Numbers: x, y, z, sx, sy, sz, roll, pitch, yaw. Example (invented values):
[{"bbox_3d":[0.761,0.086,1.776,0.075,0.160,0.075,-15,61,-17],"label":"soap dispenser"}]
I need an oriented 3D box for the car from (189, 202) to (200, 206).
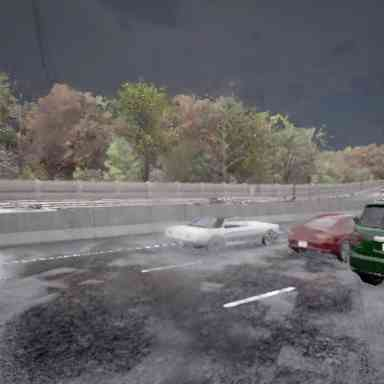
[{"bbox_3d":[1.634,1.427,30.953,4.892,1.490,1.837,0,0,-35],"label":"car"}]

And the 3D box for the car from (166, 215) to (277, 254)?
[{"bbox_3d":[1.409,1.562,13.355,4.718,1.301,1.895,0,0,-36],"label":"car"}]

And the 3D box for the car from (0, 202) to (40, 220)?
[{"bbox_3d":[-15.282,1.582,27.490,4.718,1.301,1.895,0,0,-36],"label":"car"}]

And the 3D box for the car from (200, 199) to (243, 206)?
[{"bbox_3d":[3.115,1.488,27.711,4.181,1.385,1.994,0,0,-35],"label":"car"}]

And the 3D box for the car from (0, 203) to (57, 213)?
[{"bbox_3d":[-12.810,1.580,24.953,4.718,1.301,1.895,0,0,-36],"label":"car"}]

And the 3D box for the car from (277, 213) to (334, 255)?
[{"bbox_3d":[5.387,1.478,11.897,4.674,1.442,1.812,0,0,-36],"label":"car"}]

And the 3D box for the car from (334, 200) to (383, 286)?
[{"bbox_3d":[6.090,1.180,8.099,5.566,2.045,2.150,0,0,-36],"label":"car"}]
